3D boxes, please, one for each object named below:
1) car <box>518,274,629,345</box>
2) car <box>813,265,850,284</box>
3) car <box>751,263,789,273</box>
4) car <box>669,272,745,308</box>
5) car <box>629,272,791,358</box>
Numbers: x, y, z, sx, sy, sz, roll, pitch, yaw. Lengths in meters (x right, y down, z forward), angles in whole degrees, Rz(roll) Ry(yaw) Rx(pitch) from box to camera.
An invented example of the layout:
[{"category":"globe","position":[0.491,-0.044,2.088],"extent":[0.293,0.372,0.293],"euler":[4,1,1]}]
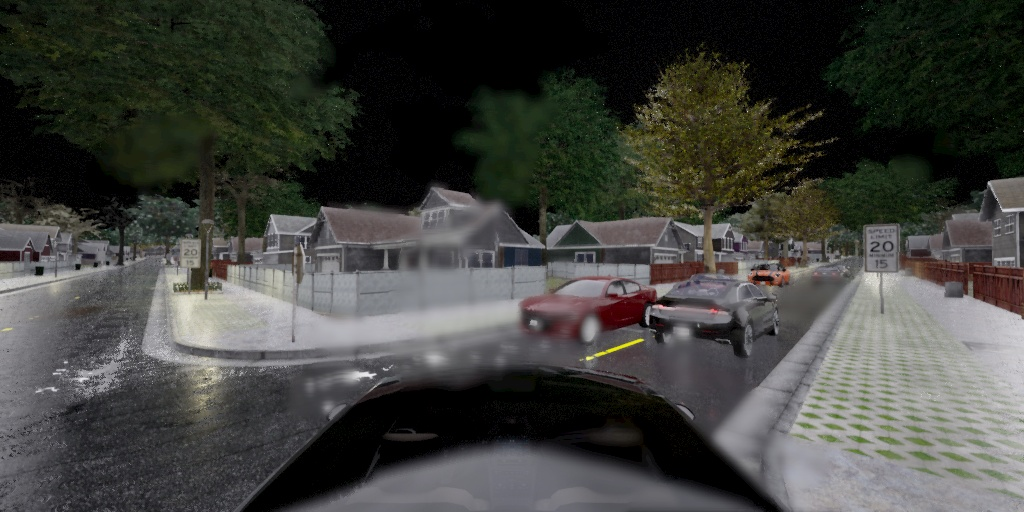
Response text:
[{"category":"car","position":[2.297,1.305,10.008],"extent":[1.882,1.535,5.008],"euler":[-1,-1,45]},{"category":"car","position":[27.087,1.567,30.593],"extent":[5.357,1.411,2.033],"euler":[0,-1,-44]},{"category":"car","position":[19.337,1.355,26.955],"extent":[4.553,1.767,2.097],"euler":[1,-1,-45]},{"category":"car","position":[9.375,1.502,17.056],"extent":[4.718,1.301,1.895],"euler":[1,-1,-45]},{"category":"car","position":[5.088,1.301,8.768],"extent":[4.902,1.511,2.128],"euler":[1,-1,-45]}]
